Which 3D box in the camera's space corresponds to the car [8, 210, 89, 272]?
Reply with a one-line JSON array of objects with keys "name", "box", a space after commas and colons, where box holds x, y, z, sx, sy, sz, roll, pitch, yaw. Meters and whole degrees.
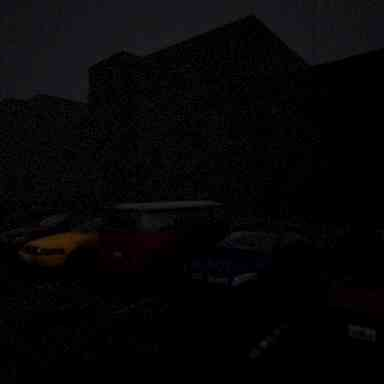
[{"name": "car", "box": [-2.834, 1.472, 11.142, 1.946, 1.575, 5.366, 0, 0, 38]}]

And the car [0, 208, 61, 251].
[{"name": "car", "box": [-4.874, 1.509, 12.965, 2.002, 1.452, 4.674, 0, 0, 38]}]

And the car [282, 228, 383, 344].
[{"name": "car", "box": [3.726, 1.515, 6.447, 2.163, 1.488, 4.792, 0, 0, 36]}]

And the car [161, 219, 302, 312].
[{"name": "car", "box": [1.629, 1.524, 8.010, 2.002, 1.452, 4.674, 0, 0, 37]}]

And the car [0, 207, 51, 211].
[{"name": "car", "box": [-7.033, 1.489, 14.638, 2.163, 1.488, 4.792, 0, 0, 39]}]

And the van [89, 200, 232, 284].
[{"name": "van", "box": [-0.475, 1.255, 9.727, 1.878, 1.987, 4.442, 0, 0, 37]}]
